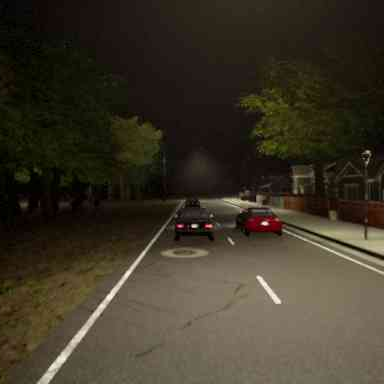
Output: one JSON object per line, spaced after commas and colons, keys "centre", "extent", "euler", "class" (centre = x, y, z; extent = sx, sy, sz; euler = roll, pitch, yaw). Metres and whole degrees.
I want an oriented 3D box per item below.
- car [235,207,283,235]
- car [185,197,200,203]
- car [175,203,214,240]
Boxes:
{"centre": [3.601, 1.511, 18.438], "extent": [1.994, 1.385, 4.181], "euler": [0, 0, 0], "class": "car"}
{"centre": [0.103, 1.364, 40.810], "extent": [2.033, 1.411, 5.357], "euler": [0, 0, 0], "class": "car"}
{"centre": [0.100, 1.501, 16.831], "extent": [2.033, 1.411, 5.357], "euler": [0, 0, 0], "class": "car"}
